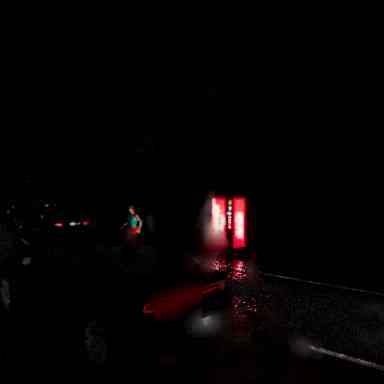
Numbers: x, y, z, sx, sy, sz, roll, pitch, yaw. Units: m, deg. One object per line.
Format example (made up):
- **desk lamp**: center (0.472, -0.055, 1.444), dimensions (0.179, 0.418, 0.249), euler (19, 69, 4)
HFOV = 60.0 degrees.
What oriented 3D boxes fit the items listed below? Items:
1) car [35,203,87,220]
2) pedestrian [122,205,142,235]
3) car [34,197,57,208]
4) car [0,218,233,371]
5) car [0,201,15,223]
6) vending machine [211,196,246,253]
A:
- **car**: center (-6.794, 1.546, 17.605), dimensions (2.033, 1.411, 5.357), euler (0, 0, -30)
- **pedestrian**: center (-1.953, 1.293, 10.908), dimensions (0.375, 1.860, 0.375), euler (0, 0, -42)
- **car**: center (-14.993, 1.350, 34.121), dimensions (2.097, 1.767, 4.553), euler (0, 0, -26)
- **car**: center (-1.655, 1.477, 5.828), dimensions (5.008, 1.535, 1.882), euler (0, 0, 42)
- **car**: center (-12.994, 1.350, 22.093), dimensions (2.097, 1.767, 4.553), euler (0, 0, -27)
- **vending machine**: center (1.423, 1.195, 12.958), dimensions (1.100, 2.100, 0.880), euler (0, 0, -43)
